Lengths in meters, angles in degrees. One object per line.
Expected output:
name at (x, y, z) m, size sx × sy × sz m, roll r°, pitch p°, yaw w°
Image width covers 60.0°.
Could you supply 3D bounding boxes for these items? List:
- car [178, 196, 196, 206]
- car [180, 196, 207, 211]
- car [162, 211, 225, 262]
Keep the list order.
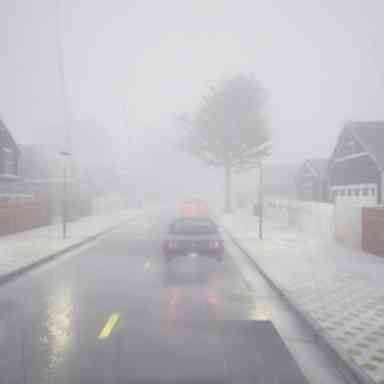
car at (-0.781, 1.396, 53.788) m, size 2.128 × 1.511 × 4.902 m, roll 0°, pitch 0°, yaw 8°
car at (0.193, 1.293, 28.179) m, size 2.097 × 1.767 × 4.553 m, roll 0°, pitch 0°, yaw 2°
car at (0.064, 1.576, 12.026) m, size 1.895 × 1.301 × 4.718 m, roll 0°, pitch 0°, yaw 1°
